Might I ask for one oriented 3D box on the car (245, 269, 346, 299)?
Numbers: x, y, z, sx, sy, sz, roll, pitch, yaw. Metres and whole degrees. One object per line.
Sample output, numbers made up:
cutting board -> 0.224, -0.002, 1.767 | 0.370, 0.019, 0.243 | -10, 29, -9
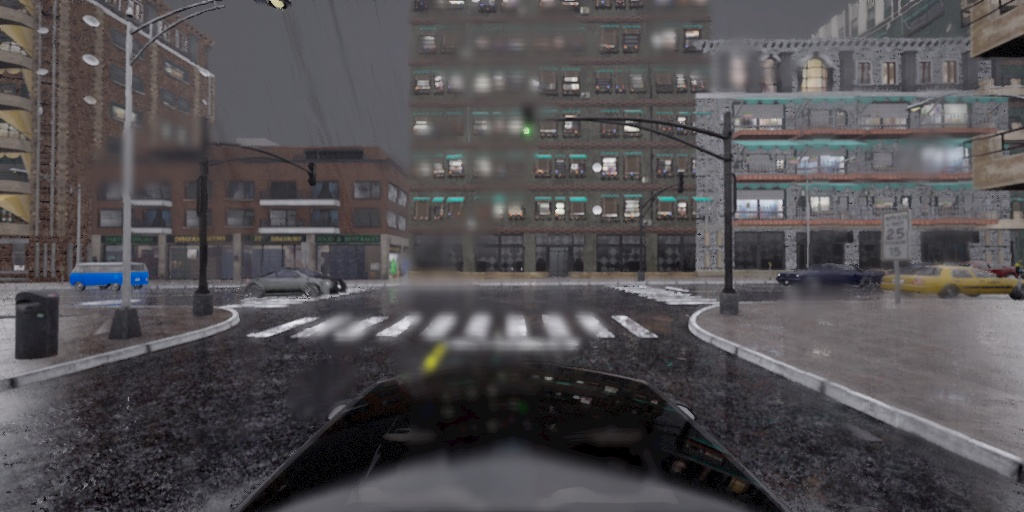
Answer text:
car -> -10.330, 1.311, 17.305 | 4.181, 1.385, 1.994 | 0, -1, 1

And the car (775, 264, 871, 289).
car -> 17.584, 1.132, 20.001 | 4.718, 1.301, 1.895 | -1, -1, 1

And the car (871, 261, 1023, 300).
car -> 17.653, 0.979, 14.198 | 4.829, 1.417, 1.751 | 0, 0, 1

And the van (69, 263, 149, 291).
van -> -26.063, 1.312, 23.215 | 3.998, 1.789, 1.690 | 0, 0, 1
